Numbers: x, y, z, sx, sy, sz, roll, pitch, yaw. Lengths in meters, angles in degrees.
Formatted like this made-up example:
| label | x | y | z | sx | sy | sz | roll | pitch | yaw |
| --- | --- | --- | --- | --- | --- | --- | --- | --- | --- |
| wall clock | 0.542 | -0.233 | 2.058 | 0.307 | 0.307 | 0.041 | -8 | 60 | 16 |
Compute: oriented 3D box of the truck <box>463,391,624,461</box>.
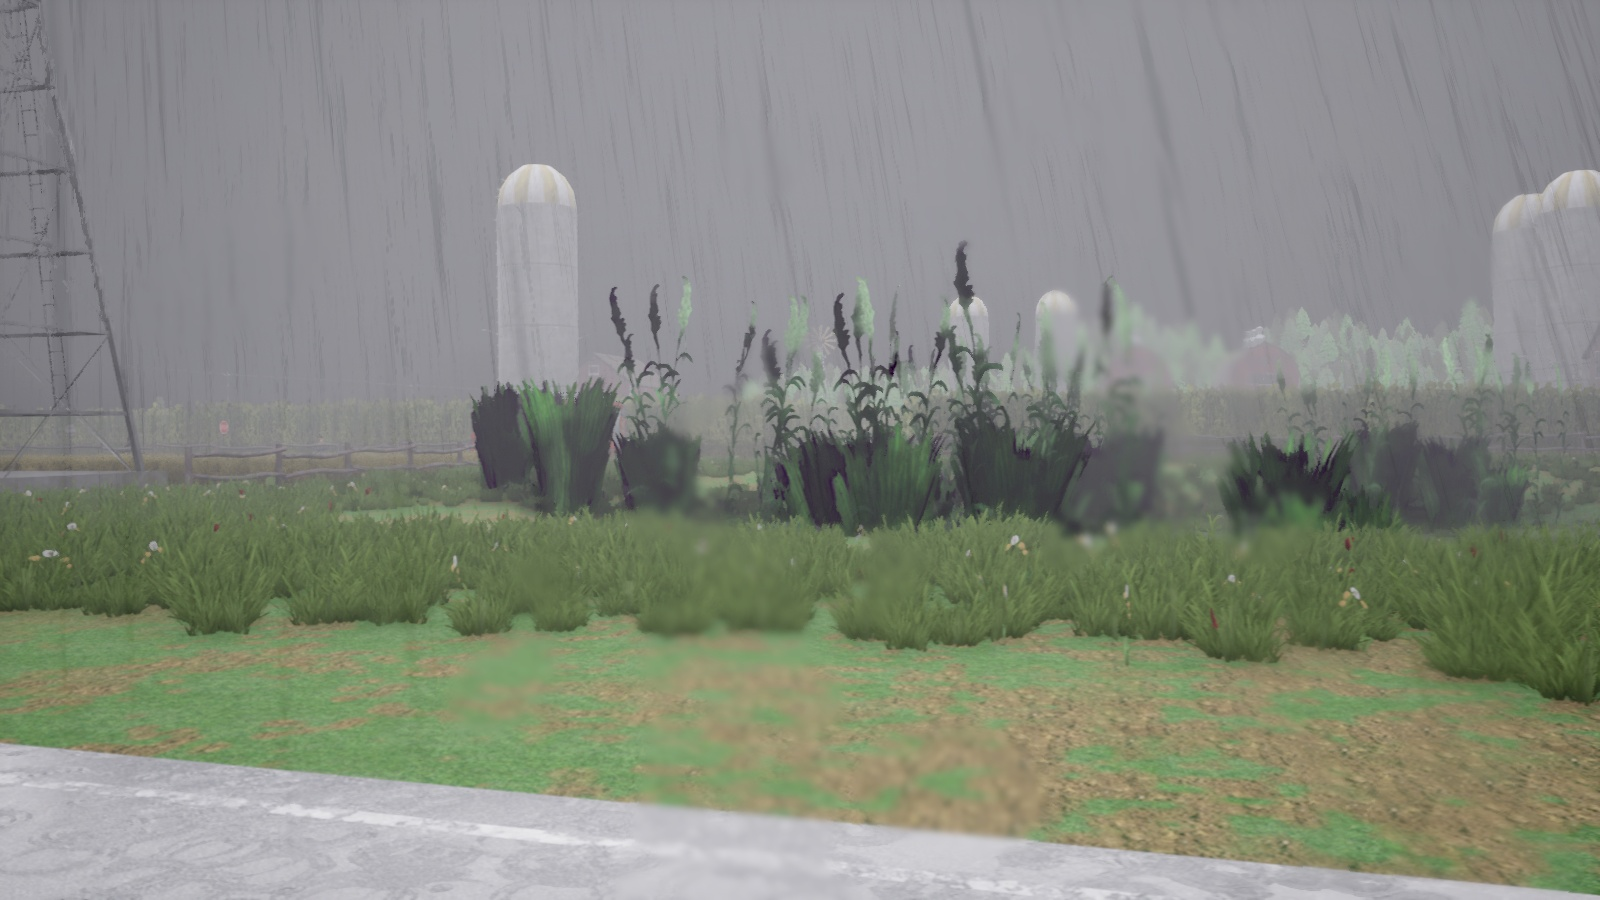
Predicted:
| label | x | y | z | sx | sy | sz | roll | pitch | yaw |
| --- | --- | --- | --- | --- | --- | --- | --- | --- | --- |
| truck | -14.526 | -1.352 | 71.210 | 8.468 | 3.827 | 2.891 | 0 | 1 | 13 |
